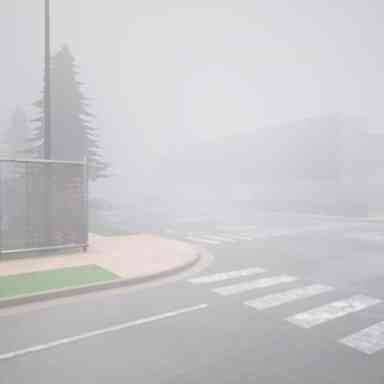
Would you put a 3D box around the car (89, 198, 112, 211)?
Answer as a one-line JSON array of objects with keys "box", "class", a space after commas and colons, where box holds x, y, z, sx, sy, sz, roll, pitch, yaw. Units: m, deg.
[{"box": [-11.259, 1.469, 40.443, 2.128, 1.511, 4.902, 0, 0, -34], "class": "car"}]
